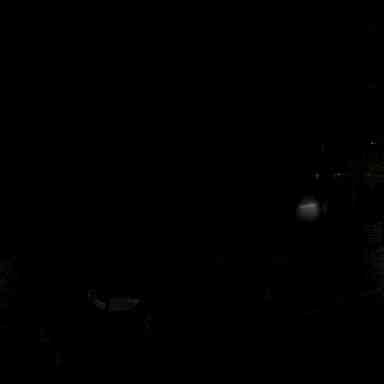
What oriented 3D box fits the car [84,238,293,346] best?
[{"bbox_3d":[0.153,1.582,6.287,4.206,1.307,1.802,0,0,-35],"label":"car"}]
